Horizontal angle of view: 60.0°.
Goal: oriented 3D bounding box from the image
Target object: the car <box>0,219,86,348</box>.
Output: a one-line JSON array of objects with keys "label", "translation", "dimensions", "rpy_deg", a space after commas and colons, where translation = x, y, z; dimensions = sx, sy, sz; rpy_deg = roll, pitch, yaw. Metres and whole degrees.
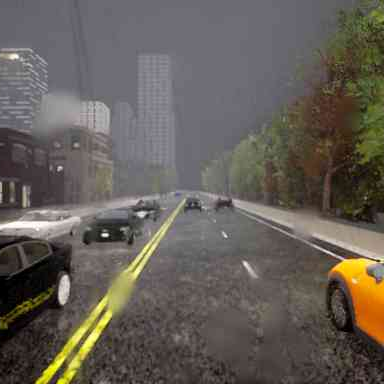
[{"label": "car", "translation": [-3.349, 1.442, 4.876], "dimensions": [1.882, 1.535, 5.008], "rpy_deg": [0, 0, 0]}]

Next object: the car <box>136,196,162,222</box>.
[{"label": "car", "translation": [-3.340, 1.311, 24.814], "dimensions": [2.128, 1.511, 4.902], "rpy_deg": [0, 0, 0]}]

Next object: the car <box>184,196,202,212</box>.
[{"label": "car", "translation": [0.101, 1.294, 34.897], "dimensions": [2.033, 1.411, 5.357], "rpy_deg": [0, 0, 0]}]

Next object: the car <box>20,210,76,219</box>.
[{"label": "car", "translation": [-6.597, 1.493, 14.804], "dimensions": [1.895, 1.301, 4.718], "rpy_deg": [0, 0, 0]}]

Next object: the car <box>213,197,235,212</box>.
[{"label": "car", "translation": [3.349, 1.237, 35.200], "dimensions": [2.128, 1.511, 4.902], "rpy_deg": [0, 0, 0]}]

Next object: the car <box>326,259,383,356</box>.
[{"label": "car", "translation": [3.351, 1.323, 3.867], "dimensions": [2.097, 1.767, 4.553], "rpy_deg": [0, 0, 0]}]

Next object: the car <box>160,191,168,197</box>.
[{"label": "car", "translation": [-6.505, 0.576, 77.813], "dimensions": [1.837, 1.490, 4.892], "rpy_deg": [0, 0, 0]}]

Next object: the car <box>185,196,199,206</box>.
[{"label": "car", "translation": [0.027, 1.255, 47.462], "dimensions": [1.895, 1.301, 4.718], "rpy_deg": [0, 0, 0]}]

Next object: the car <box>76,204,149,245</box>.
[{"label": "car", "translation": [-3.347, 1.456, 14.839], "dimensions": [1.994, 1.385, 4.181], "rpy_deg": [0, 0, 0]}]
